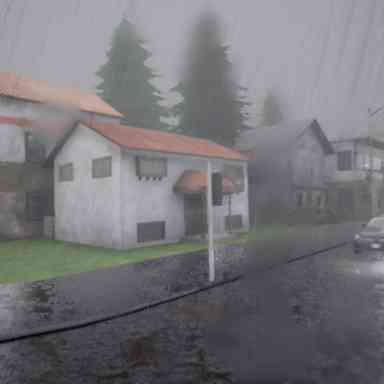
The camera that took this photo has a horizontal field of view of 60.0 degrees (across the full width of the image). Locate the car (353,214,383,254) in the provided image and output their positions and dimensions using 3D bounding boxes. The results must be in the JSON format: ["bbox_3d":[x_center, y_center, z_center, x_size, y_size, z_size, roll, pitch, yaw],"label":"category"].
[{"bbox_3d":[8.023,1.618,13.351,1.812,1.442,4.674,-2,-2,43],"label":"car"}]
